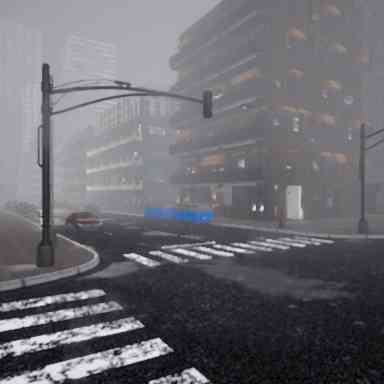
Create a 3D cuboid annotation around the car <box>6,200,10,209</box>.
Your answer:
[{"bbox_3d":[-37.085,2.538,68.948,2.192,1.841,5.009,-1,0,-32],"label":"car"}]

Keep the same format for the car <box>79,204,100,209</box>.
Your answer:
[{"bbox_3d":[-15.014,2.389,49.733,1.802,1.307,4.206,-1,0,-32],"label":"car"}]

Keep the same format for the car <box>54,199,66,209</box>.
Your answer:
[{"bbox_3d":[-27.002,2.465,68.667,2.192,1.841,5.009,-1,0,-32],"label":"car"}]

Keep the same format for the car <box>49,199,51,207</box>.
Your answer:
[{"bbox_3d":[-32.993,2.637,78.133,2.192,1.841,5.009,-1,0,-32],"label":"car"}]

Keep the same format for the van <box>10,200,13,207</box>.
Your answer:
[{"bbox_3d":[-31.074,2.393,59.494,1.690,1.788,3.998,-1,0,-32],"label":"van"}]

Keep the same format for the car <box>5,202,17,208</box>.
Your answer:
[{"bbox_3d":[-40.091,2.860,73.670,2.008,1.369,4.403,-1,0,-32],"label":"car"}]

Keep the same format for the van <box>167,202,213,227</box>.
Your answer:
[{"bbox_3d":[-0.040,1.721,26.069,1.690,1.788,3.998,-1,0,-32],"label":"van"}]

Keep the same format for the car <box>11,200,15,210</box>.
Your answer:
[{"bbox_3d":[-28.074,2.517,54.759,2.008,1.369,4.403,-1,0,-32],"label":"car"}]

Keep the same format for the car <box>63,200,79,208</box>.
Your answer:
[{"bbox_3d":[-21.097,2.506,59.343,1.752,1.417,4.829,-1,0,-32],"label":"car"}]

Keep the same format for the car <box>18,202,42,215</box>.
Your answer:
[{"bbox_3d":[-22.083,2.377,45.294,1.802,1.307,4.206,-1,0,-32],"label":"car"}]

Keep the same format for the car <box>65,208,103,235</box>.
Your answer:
[{"bbox_3d":[-7.104,1.950,21.628,1.802,1.307,4.206,-1,0,-32],"label":"car"}]

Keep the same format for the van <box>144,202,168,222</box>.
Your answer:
[{"bbox_3d":[-3.035,1.807,30.802,1.690,1.788,3.998,-1,0,-32],"label":"van"}]

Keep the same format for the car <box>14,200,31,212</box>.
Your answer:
[{"bbox_3d":[-25.081,2.321,50.027,1.967,1.590,4.097,-1,0,-32],"label":"car"}]
